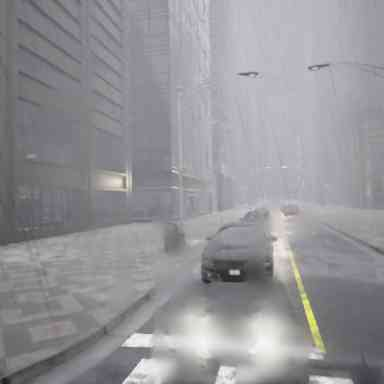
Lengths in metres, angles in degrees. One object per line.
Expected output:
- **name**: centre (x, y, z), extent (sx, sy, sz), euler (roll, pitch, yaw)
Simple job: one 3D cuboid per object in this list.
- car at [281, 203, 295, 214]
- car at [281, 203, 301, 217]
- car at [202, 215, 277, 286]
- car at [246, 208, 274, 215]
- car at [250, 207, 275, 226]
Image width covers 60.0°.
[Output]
- **car**: centre (14.402, 2.420, 49.851), extent (1.812, 1.442, 4.674), euler (-2, -1, 14)
- **car**: centre (12.019, 2.265, 39.863), extent (2.033, 1.411, 5.357), euler (-2, -1, 14)
- **car**: centre (1.608, 1.721, 10.471), extent (1.882, 1.535, 5.008), euler (-2, -1, 14)
- **car**: centre (4.018, 1.928, 20.361), extent (2.128, 1.511, 4.902), euler (-2, -1, 14)
- **car**: centre (6.535, 2.171, 30.651), extent (2.033, 1.411, 5.357), euler (-2, -1, 14)
